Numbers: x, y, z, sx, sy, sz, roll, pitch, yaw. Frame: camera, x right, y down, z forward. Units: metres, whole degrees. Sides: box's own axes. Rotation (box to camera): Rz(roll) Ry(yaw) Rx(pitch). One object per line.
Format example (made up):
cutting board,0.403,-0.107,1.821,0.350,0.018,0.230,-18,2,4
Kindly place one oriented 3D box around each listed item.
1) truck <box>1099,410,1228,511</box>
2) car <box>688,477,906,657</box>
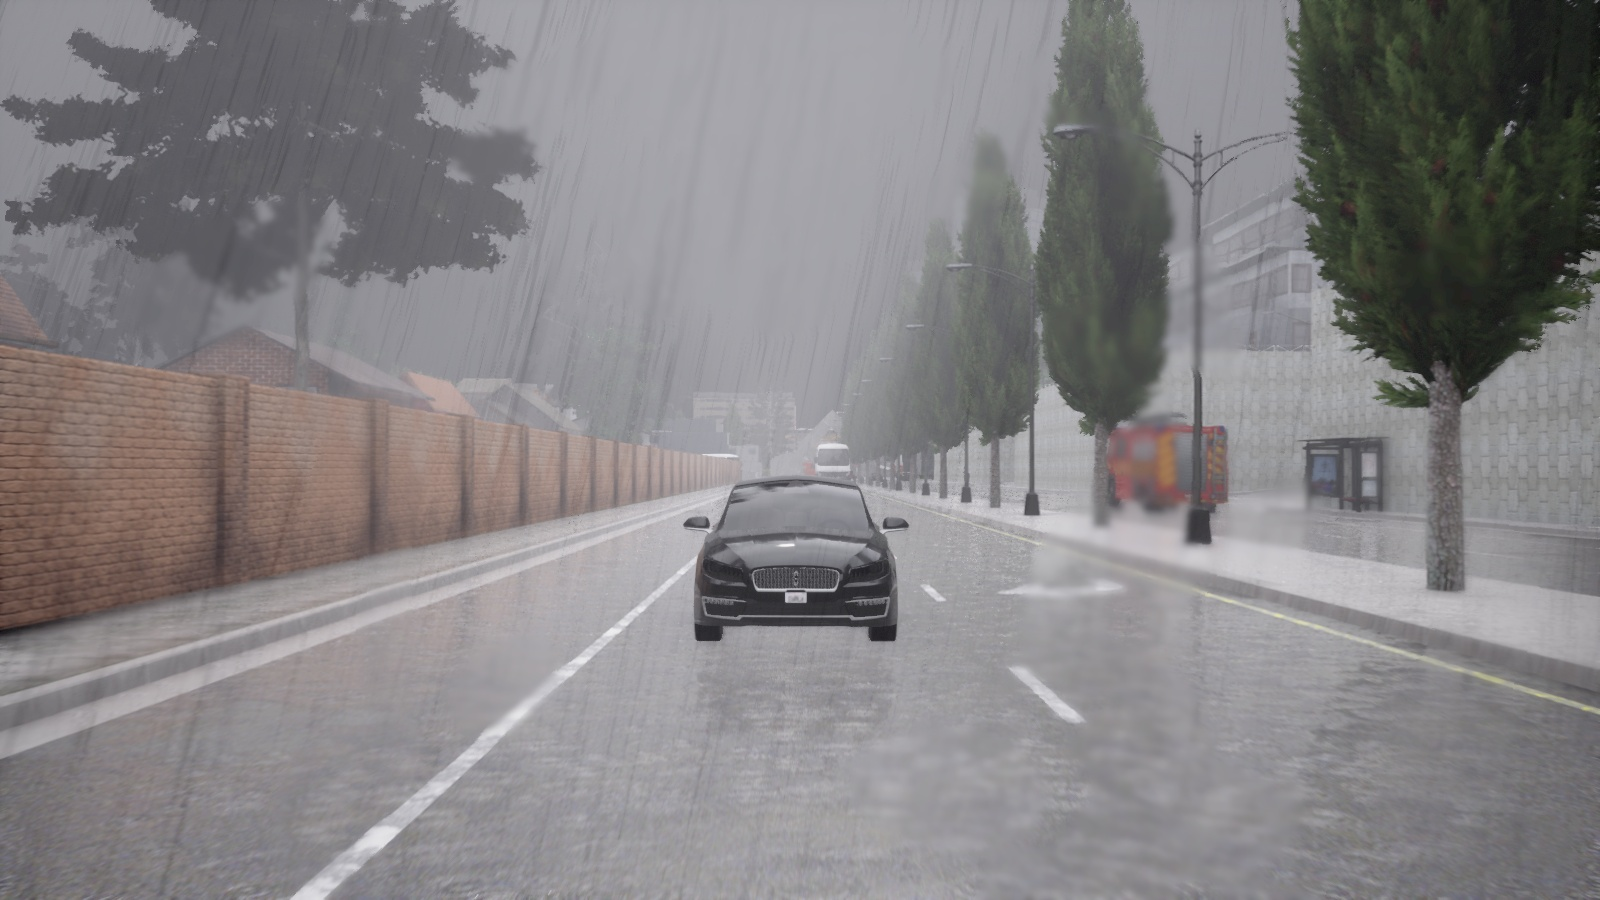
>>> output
truck,14.869,0.463,52.128,2.891,3.827,8.468,0,-1,0
car,-0.032,1.038,13.025,1.837,1.490,4.892,0,-1,0
